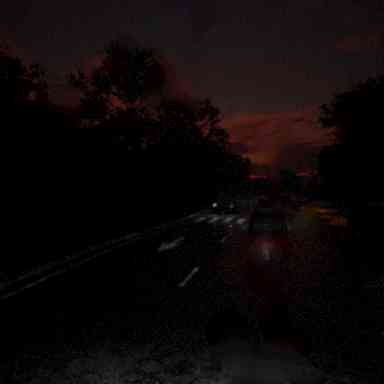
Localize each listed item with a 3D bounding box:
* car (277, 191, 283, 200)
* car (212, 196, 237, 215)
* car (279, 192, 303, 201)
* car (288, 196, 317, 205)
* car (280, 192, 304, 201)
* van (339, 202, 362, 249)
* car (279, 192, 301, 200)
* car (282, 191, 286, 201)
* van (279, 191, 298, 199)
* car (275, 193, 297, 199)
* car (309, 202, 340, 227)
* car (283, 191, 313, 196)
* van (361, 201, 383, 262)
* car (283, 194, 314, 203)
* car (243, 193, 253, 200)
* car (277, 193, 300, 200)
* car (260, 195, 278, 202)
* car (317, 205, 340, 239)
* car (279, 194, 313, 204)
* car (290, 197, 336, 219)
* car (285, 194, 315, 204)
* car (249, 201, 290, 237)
[{"bbox_3d":[18.125,1.004,56.790,5.566,2.045,2.435,1,1,-7],"label":"car"},{"bbox_3d":[3.343,1.257,33.329,2.097,1.767,4.553,1,1,13],"label":"car"},{"bbox_3d":[22.112,1.001,74.376,4.553,1.767,2.185,1,0,-7],"label":"car"},{"bbox_3d":[11.998,1.495,30.442,5.366,1.575,1.946,1,1,-7],"label":"car"},{"bbox_3d":[21.446,1.020,71.450,4.553,1.767,2.185,1,0,-7],"label":"car"},{"bbox_3d":[8.441,1.374,12.894,4.442,1.987,1.878,1,0,-8],"label":"van"},{"bbox_3d":[23.509,0.966,80.229,4.553,1.767,2.185,1,1,-7],"label":"car"},{"bbox_3d":[16.838,1.180,50.956,4.553,1.767,2.185,1,1,-7],"label":"car"},{"bbox_3d":[24.919,0.832,86.111,4.442,1.987,1.878,1,0,-7],"label":"van"},{"bbox_3d":[25.931,1.013,91.930,5.366,1.575,1.946,1,1,-7],"label":"car"},{"bbox_3d":[9.767,1.610,18.761,5.366,1.575,1.946,1,0,-8],"label":"car"},{"bbox_3d":[16.173,1.206,48.030,4.553,1.767,2.185,1,1,-7],"label":"car"},{"bbox_3d":[7.809,1.363,9.960,4.442,1.987,1.878,1,0,-8],"label":"van"},{"bbox_3d":[15.444,1.387,45.100,4.792,1.488,2.163,1,1,-7],"label":"car"},{"bbox_3d":[12.391,1.043,73.706,1.812,1.442,4.674,1,1,12],"label":"car"},{"bbox_3d":[24.130,1.073,83.168,5.008,1.535,2.097,1,0,-7],"label":"car"},{"bbox_3d":[8.600,1.397,38.274,1.837,1.490,4.892,1,1,13],"label":"car"},{"bbox_3d":[8.956,1.607,15.798,5.008,1.535,2.097,1,1,-8],"label":"car"},{"bbox_3d":[18.620,1.225,59.712,5.366,1.575,1.946,1,1,-7],"label":"car"},{"bbox_3d":[11.346,1.523,27.512,5.366,1.575,1.946,1,1,-7],"label":"car"},{"bbox_3d":[14.813,1.426,42.176,4.674,1.452,2.002,1,1,-7],"label":"car"},{"bbox_3d":[4.225,1.543,18.643,1.882,1.535,5.008,1,0,12],"label":"car"}]
